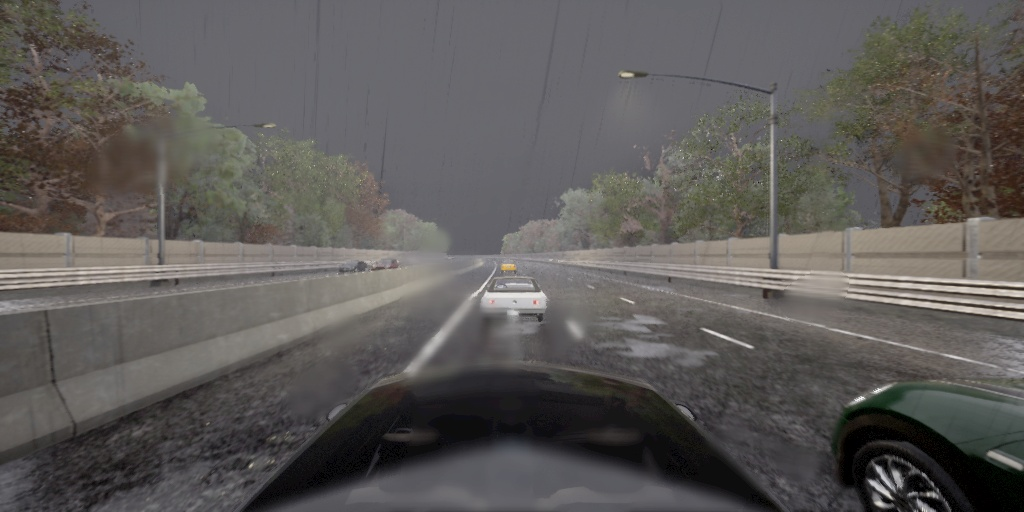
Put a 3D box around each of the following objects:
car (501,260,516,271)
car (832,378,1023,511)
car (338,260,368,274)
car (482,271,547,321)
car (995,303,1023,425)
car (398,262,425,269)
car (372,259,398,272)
[{"bbox_3d":[-0.446,1.222,44.678,1.801,1.575,5.366,0,0,-1],"label":"car"},{"bbox_3d":[3.588,1.102,0.943,2.097,1.767,4.553,0,0,0],"label":"car"},{"bbox_3d":[-18.052,1.265,41.011,1.837,1.490,4.892,0,0,-1],"label":"car"},{"bbox_3d":[0.056,1.355,12.421,1.895,1.301,4.718,0,0,0],"label":"car"},{"bbox_3d":[7.096,1.296,1.834,2.033,1.411,5.357,0,0,0],"label":"car"},{"bbox_3d":[-11.047,1.363,40.785,1.895,1.301,4.718,0,0,-1],"label":"car"},{"bbox_3d":[-14.565,1.114,41.693,2.097,1.767,4.553,0,0,-1],"label":"car"}]
